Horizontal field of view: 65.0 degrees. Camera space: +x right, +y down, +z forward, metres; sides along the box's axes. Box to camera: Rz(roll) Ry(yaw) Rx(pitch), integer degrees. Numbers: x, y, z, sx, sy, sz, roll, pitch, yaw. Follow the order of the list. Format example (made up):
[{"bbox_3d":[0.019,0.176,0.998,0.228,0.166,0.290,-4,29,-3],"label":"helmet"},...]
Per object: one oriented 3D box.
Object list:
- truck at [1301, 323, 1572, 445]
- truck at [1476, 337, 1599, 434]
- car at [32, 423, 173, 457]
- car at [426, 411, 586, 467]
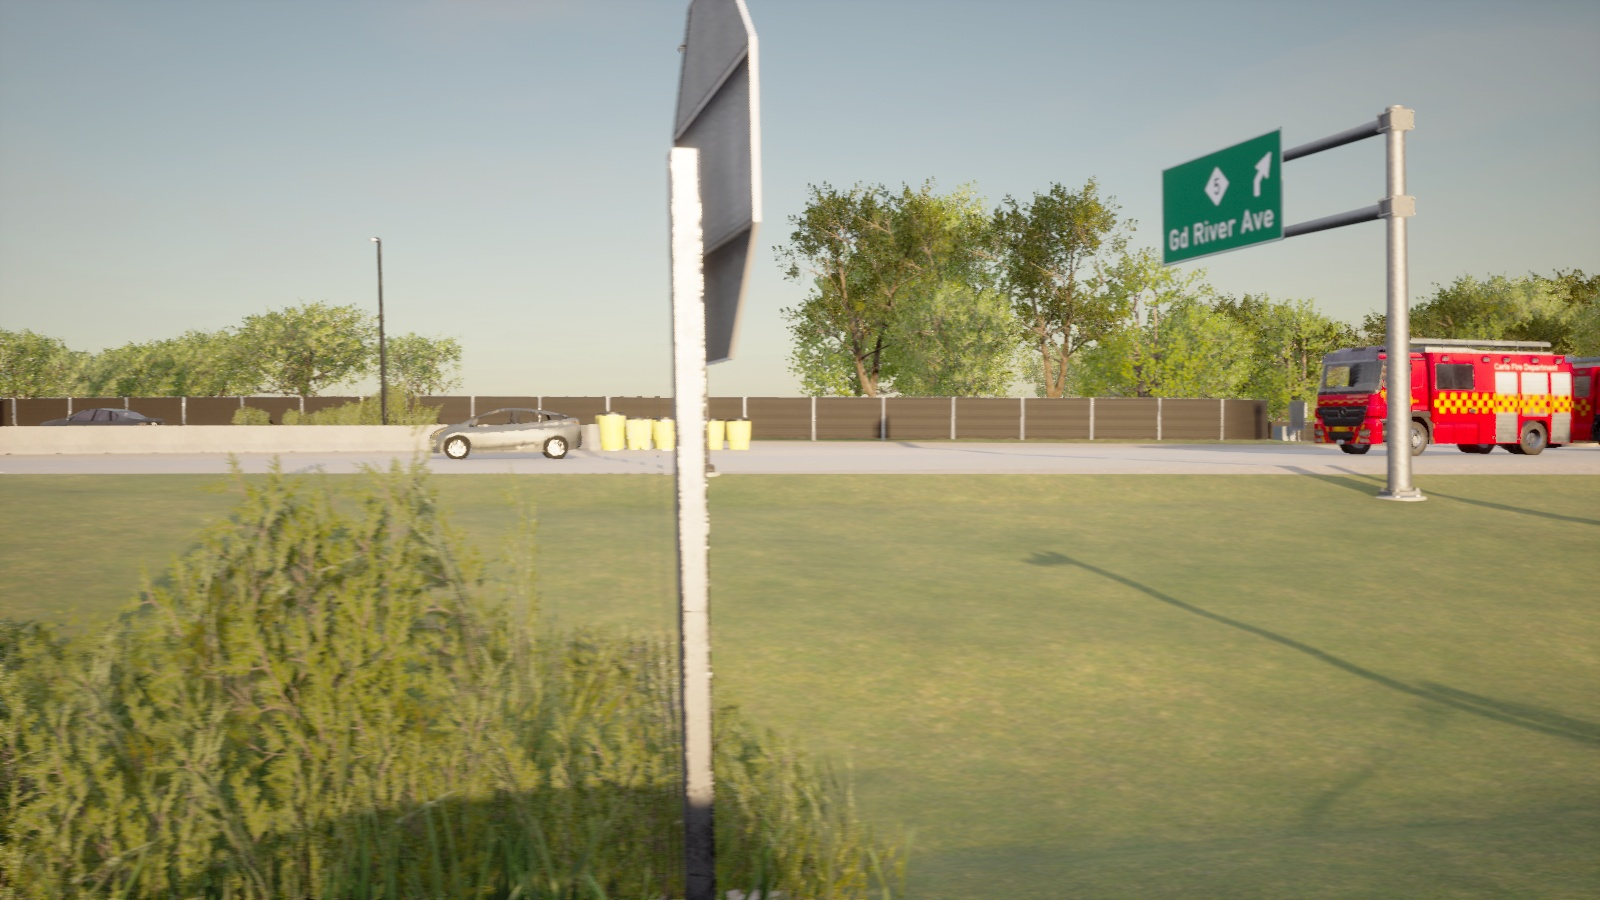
[{"bbox_3d":[21.352,-2.200,42.158,8.468,3.827,2.891,-2,1,-18],"label":"truck"},{"bbox_3d":[32.472,-2.619,51.896,2.891,3.827,8.468,-2,1,-15],"label":"truck"},{"bbox_3d":[-30.559,-0.450,55.079,5.357,1.411,2.033,0,2,12],"label":"car"},{"bbox_3d":[-8.797,-0.333,37.551,4.514,1.525,2.007,-2,1,-15],"label":"car"}]
